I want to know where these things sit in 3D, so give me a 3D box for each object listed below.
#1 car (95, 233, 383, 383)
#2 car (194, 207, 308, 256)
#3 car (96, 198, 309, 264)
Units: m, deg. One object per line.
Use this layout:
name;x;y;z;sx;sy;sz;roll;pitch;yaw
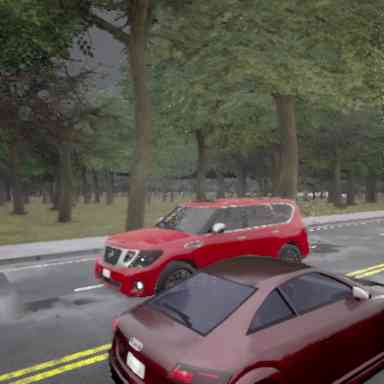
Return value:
car;1.103;1.539;4.246;4.181;1.385;1.994;-1;0;-36
car;2.493;1.455;13.537;4.674;1.442;1.812;-1;0;-36
car;0.557;1.192;8.107;5.566;2.045;2.150;-1;0;-36
